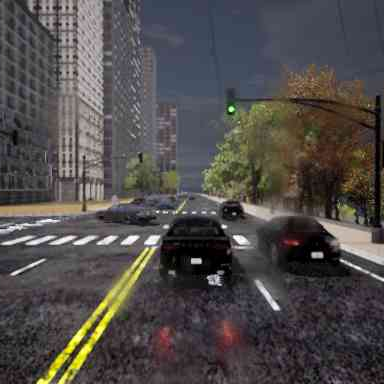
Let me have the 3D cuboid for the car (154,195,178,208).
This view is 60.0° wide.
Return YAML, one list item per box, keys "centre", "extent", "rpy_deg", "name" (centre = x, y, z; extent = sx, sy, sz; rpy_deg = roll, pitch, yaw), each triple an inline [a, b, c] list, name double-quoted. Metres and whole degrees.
- centre: [-3.338, 1.494, 43.408]
  extent: [2.033, 1.411, 5.357]
  rpy_deg: [0, 0, 0]
  name: "car"

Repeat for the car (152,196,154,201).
- centre: [-6.569, 1.428, 51.487]
  extent: [2.128, 1.511, 4.902]
  rpy_deg: [0, 0, 0]
  name: "car"

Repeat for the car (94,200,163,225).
- centre: [-4.964, 1.568, 24.441]
  extent: [5.357, 1.411, 2.033]
  rpy_deg: [-1, 0, 40]
  name: "car"

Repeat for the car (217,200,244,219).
- centre: [3.346, 1.473, 28.812]
  extent: [1.837, 1.490, 4.892]
  rpy_deg: [0, 0, 0]
  name: "car"

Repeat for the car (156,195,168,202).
- centre: [-6.499, 1.453, 72.522]
  extent: [2.033, 1.411, 5.357]
  rpy_deg: [0, 0, 0]
  name: "car"

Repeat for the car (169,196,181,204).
- centre: [-3.250, 1.469, 63.899]
  extent: [2.033, 1.411, 5.357]
  rpy_deg: [0, 0, 0]
  name: "car"

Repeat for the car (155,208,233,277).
- centre: [0.101, 1.465, 10.263]
  extent: [1.882, 1.535, 5.008]
  rpy_deg: [0, 0, 0]
  name: "car"

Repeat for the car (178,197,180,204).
- centre: [-3.313, 1.439, 53.229]
  extent: [1.837, 1.490, 4.892]
  rpy_deg: [0, 0, 0]
  name: "car"

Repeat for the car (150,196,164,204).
- centre: [-6.500, 1.471, 61.986]
  extent: [2.033, 1.411, 5.357]
  rpy_deg: [0, 0, 0]
  name: "car"

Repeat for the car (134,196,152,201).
- centre: [-6.589, 1.453, 42.069]
  extent: [1.837, 1.490, 4.892]
  rpy_deg: [0, 0, 0]
  name: "car"

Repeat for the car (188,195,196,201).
- centre: [0.000, 1.444, 84.042]
  extent: [2.033, 1.411, 5.357]
  rpy_deg: [0, 0, 0]
  name: "car"

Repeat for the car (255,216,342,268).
- centre: [3.350, 1.512, 11.160]
  extent: [1.812, 1.442, 4.674]
  rpy_deg: [0, 0, 0]
  name: "car"
